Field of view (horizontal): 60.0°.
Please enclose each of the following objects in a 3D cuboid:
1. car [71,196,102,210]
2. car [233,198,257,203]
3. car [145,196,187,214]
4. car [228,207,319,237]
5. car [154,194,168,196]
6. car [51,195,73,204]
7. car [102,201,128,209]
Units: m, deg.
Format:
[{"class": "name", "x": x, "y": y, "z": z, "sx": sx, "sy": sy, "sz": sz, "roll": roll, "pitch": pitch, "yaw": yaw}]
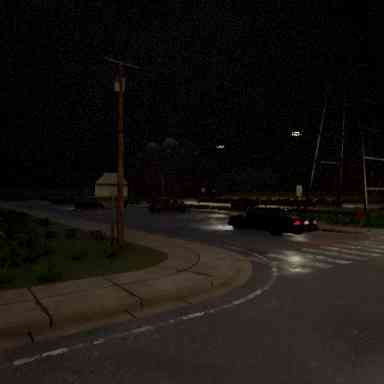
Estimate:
[{"class": "car", "x": -13.876, "y": 1.525, "z": 43.397, "sx": 1.812, "sy": 1.442, "sz": 4.674, "roll": 0, "pitch": 0, "yaw": -37}, {"class": "car", "x": 7.051, "y": 1.520, "z": 44.270, "sx": 3.905, "sy": 1.438, "sz": 1.784, "roll": 0, "pitch": 0, "yaw": -36}, {"class": "car", "x": -2.629, "y": 1.505, "z": 35.713, "sx": 4.193, "sy": 1.474, "sz": 1.816, "roll": 0, "pitch": 0, "yaw": -36}, {"class": "car", "x": 4.246, "y": 1.547, "z": 18.202, "sx": 2.033, "sy": 1.411, "sz": 5.357, "roll": 0, "pitch": 0, "yaw": -32}, {"class": "car", "x": -6.364, "y": 1.310, "z": 62.309, "sx": 4.605, "sy": 1.855, "sz": 1.932, "roll": 0, "pitch": 0, "yaw": -36}, {"class": "car", "x": -25.337, "y": 1.480, "z": 65.798, "sx": 4.611, "sy": 1.667, "sz": 2.242, "roll": 0, "pitch": 0, "yaw": -36}, {"class": "car", "x": -11.047, "y": 1.313, "z": 46.259, "sx": 3.866, "sy": 1.878, "sz": 1.905, "roll": 0, "pitch": 0, "yaw": -36}]
